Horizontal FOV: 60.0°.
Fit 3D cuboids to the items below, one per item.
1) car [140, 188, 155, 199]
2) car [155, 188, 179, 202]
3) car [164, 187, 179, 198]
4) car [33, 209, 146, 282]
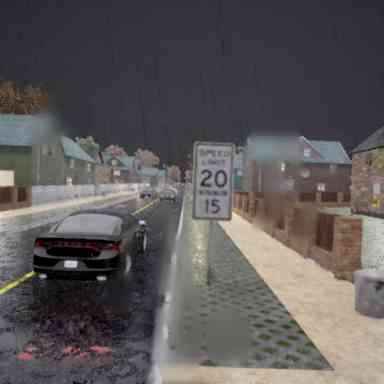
[{"bbox_3d":[-5.659,0.143,44.054,2.033,1.411,5.357,2,2,-1],"label":"car"},{"bbox_3d":[-2.789,0.388,39.512,2.033,1.411,5.357,2,2,-1],"label":"car"},{"bbox_3d":[-2.987,0.089,49.205,1.812,1.442,4.674,2,2,-1],"label":"car"},{"bbox_3d":[-2.379,1.177,8.909,1.882,1.535,5.008,2,2,-1],"label":"car"}]
